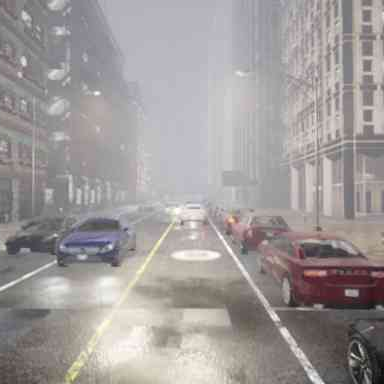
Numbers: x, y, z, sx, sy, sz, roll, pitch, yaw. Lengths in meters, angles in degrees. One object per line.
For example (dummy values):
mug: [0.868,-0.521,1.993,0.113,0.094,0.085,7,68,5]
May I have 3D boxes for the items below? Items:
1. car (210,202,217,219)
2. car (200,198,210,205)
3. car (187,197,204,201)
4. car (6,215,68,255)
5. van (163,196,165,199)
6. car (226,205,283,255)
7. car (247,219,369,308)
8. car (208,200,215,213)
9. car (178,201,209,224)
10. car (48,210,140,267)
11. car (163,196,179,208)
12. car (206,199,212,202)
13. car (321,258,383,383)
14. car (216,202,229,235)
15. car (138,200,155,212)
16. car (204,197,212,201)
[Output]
car: [2.710,1.669,24.810,2.008,1.369,4.403,1,0,0]
car: [2.725,1.908,70.018,1.802,1.307,4.206,1,0,0]
car: [0.114,1.704,42.418,2.163,1.488,4.792,0,0,0]
car: [-5.674,1.631,13.513,1.947,1.339,4.313,1,0,0]
van: [-5.736,1.694,75.706,1.690,1.788,3.998,1,0,0]
car: [2.708,1.505,13.509,1.967,1.590,4.097,1,0,0]
car: [2.705,1.583,7.856,1.887,1.381,4.507,1,0,0]
car: [2.712,1.695,30.461,2.008,1.369,4.403,1,0,0]
car: [0.107,1.647,25.611,1.812,1.442,4.674,0,0,0]
car: [-3.097,1.582,11.717,1.812,1.442,4.674,0,0,0]
car: [-3.058,1.771,52.298,1.812,1.442,4.674,0,0,0]
car: [2.714,1.753,36.112,1.802,1.307,4.206,1,0,0]
car: [2.703,1.577,2.206,1.947,1.339,4.313,1,0,0]
car: [2.710,1.532,19.160,1.967,1.590,4.097,1,0,0]
car: [-5.664,1.722,41.599,1.752,1.417,4.829,1,0,0]
car: [2.717,1.805,47.415,1.802,1.307,4.206,1,0,0]
